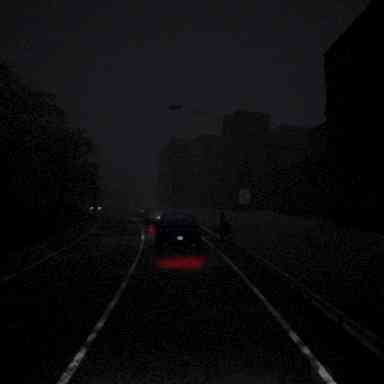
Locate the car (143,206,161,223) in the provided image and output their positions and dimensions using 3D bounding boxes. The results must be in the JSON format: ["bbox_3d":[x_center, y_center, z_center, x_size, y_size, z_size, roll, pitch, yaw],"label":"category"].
[{"bbox_3d":[-3.375,2.012,30.445,1.812,1.442,4.674,2,-1,-14],"label":"car"}]

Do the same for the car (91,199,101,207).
[{"bbox_3d":[-18.453,2.141,63.815,1.837,1.490,4.892,2,-1,-19],"label":"car"}]

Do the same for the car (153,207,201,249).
[{"bbox_3d":[-0.766,1.724,15.798,1.882,1.535,5.008,1,-1,-7],"label":"car"}]
